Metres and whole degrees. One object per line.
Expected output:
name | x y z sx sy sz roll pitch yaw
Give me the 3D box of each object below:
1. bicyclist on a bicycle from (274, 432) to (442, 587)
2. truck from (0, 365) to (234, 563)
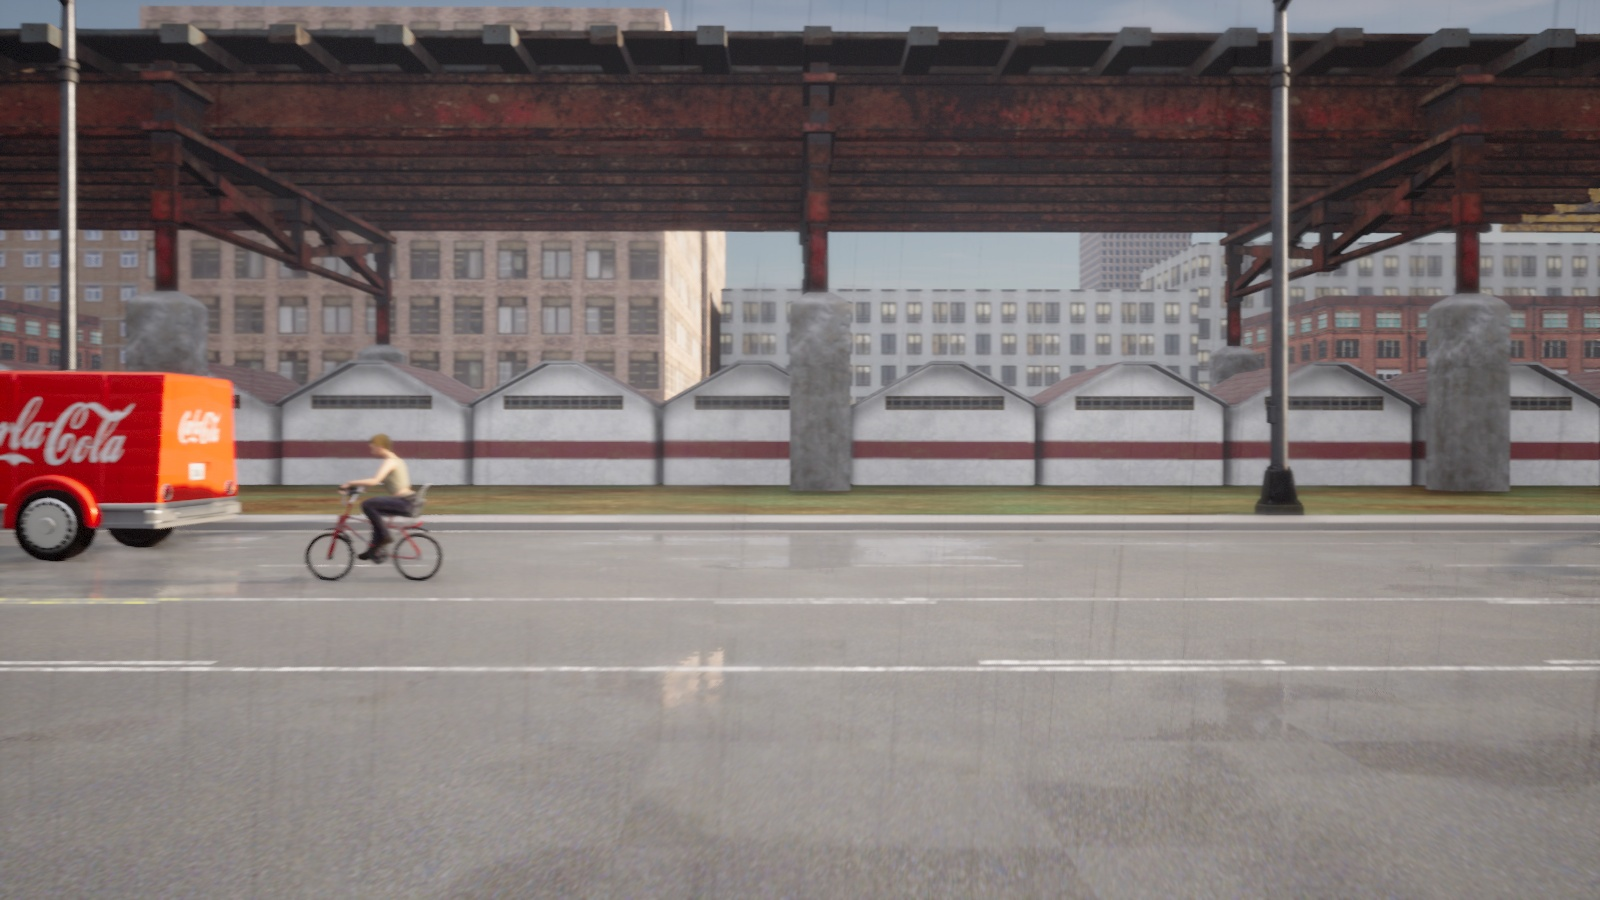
bicyclist on a bicycle | -4.748 0.618 13.560 1.509 1.612 0.866 0 0 0
truck | -10.856 0.165 16.996 5.204 2.467 2.627 0 0 -1
